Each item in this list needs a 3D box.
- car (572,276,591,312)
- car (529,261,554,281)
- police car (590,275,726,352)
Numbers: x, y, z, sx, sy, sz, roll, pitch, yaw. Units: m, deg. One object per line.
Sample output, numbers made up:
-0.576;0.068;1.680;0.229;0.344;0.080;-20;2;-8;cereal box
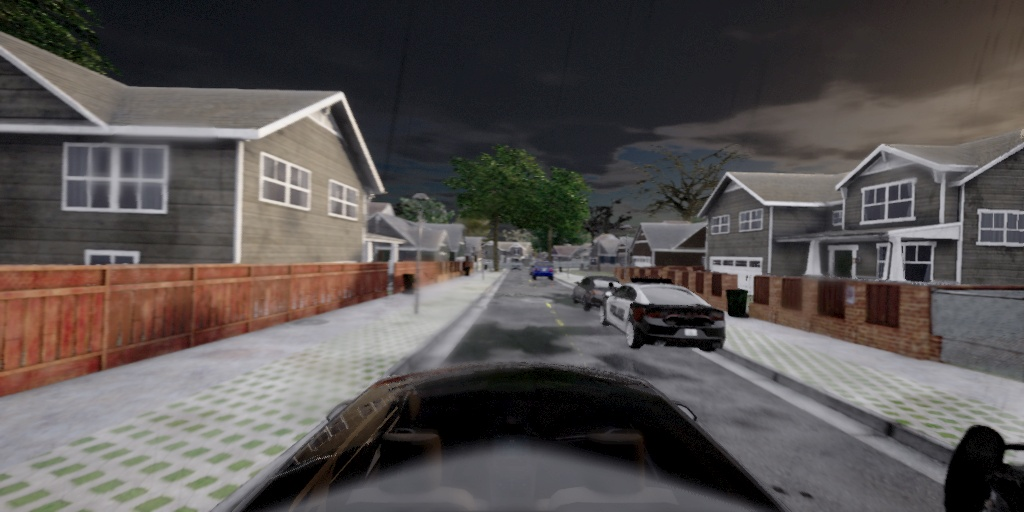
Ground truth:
3.879;1.585;15.873;1.812;1.442;4.674;2;-1;1;car
3.365;1.595;39.813;2.150;2.045;5.566;2;-1;1;car
3.755;1.402;9.957;1.930;1.638;5.238;2;-1;2;police car
